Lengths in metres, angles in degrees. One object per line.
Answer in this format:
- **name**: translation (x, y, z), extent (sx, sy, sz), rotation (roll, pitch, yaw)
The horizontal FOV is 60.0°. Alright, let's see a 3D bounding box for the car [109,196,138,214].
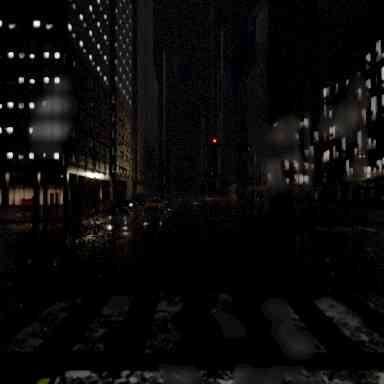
- **car**: translation (-7.136, 1.431, 34.091), extent (1.837, 1.490, 4.892), rotation (0, 0, -1)

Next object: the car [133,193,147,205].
- **car**: translation (-7.345, 1.118, 46.723), extent (2.150, 2.045, 5.566), rotation (0, 0, -1)

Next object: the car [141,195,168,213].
- **car**: translation (-3.899, 1.402, 35.338), extent (1.882, 1.535, 5.008), rotation (0, 0, -1)

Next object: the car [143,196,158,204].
- **car**: translation (-7.548, 1.406, 60.897), extent (2.033, 1.411, 5.357), rotation (0, 0, 0)

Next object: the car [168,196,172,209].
- **car**: translation (-4.057, 1.255, 44.297), extent (2.097, 1.767, 4.553), rotation (0, 0, -1)

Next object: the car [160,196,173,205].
- **car**: translation (-4.230, 1.402, 54.836), extent (1.812, 1.442, 4.674), rotation (0, 0, -1)
